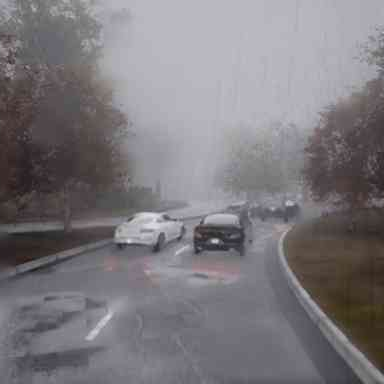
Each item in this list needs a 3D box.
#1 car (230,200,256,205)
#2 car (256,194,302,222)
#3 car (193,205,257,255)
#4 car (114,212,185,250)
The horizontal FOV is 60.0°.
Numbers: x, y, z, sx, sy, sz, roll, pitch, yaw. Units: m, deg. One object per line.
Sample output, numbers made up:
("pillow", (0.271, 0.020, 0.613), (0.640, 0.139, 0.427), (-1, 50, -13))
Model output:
("car", (4.639, 1.484, 28.596), (1.837, 1.490, 4.892), (0, 1, 34))
("car", (7.230, 1.320, 26.634), (2.097, 1.767, 4.553), (0, 0, 34))
("car", (1.454, 1.538, 13.904), (1.882, 1.535, 5.008), (0, 0, 15))
("car", (-1.727, 1.588, 14.614), (1.812, 1.442, 4.674), (0, 0, 15))
